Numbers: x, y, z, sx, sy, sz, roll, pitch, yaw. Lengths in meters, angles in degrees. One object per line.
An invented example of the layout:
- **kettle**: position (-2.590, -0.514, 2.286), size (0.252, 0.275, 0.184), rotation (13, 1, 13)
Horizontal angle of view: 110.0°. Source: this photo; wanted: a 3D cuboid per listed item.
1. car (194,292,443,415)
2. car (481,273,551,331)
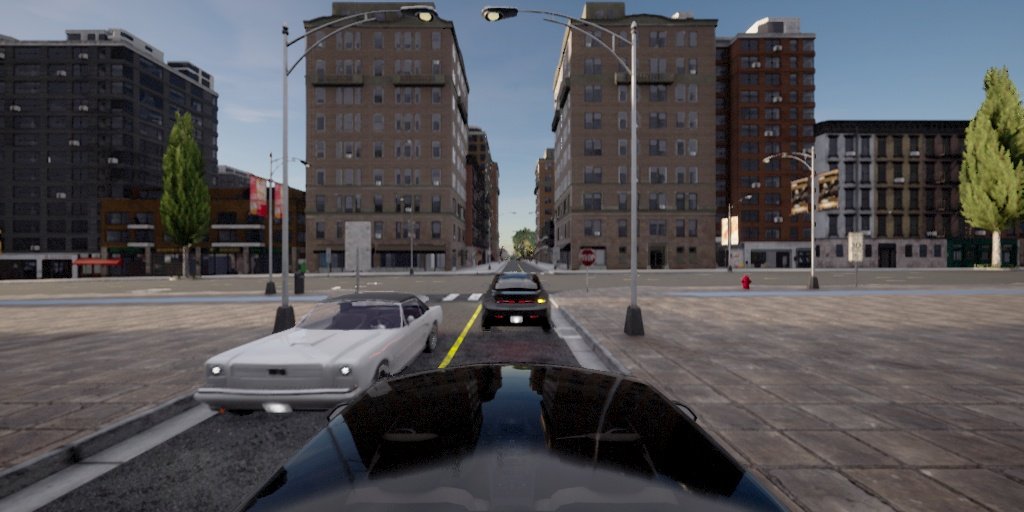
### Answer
- **car**: position (-2.552, 1.355, 6.124), size (1.895, 1.301, 4.718), rotation (0, 0, 0)
- **car**: position (0.127, 1.265, 11.064), size (1.837, 1.490, 4.892), rotation (0, 0, 0)
